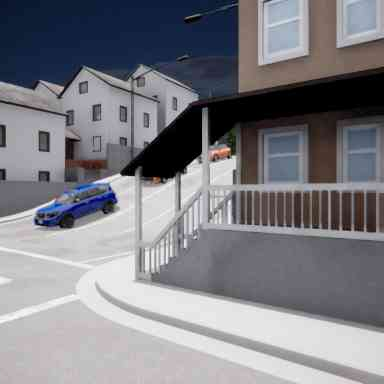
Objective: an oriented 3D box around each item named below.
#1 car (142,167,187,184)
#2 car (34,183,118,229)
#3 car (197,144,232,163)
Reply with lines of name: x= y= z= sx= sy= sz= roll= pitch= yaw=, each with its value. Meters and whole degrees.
car: x=-2.429 y=-2.002 z=28.712 sx=2.097 sy=1.767 sz=4.553 roll=0 pitch=18 yaw=35
car: x=-7.337 y=0.809 z=21.504 sx=2.150 sy=2.045 sz=5.566 roll=0 pitch=12 yaw=34
car: x=2.378 y=-4.222 z=35.660 sx=2.097 sy=1.767 sz=4.553 roll=0 pitch=11 yaw=35
